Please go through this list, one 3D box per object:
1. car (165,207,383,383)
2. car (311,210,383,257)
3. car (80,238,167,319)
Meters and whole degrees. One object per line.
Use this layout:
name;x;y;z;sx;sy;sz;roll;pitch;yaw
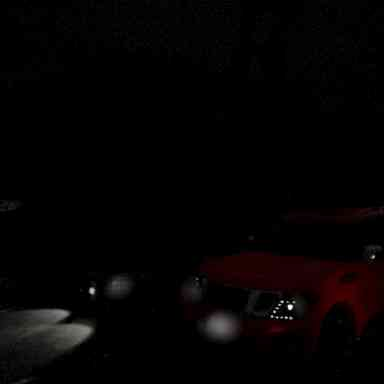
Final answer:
car;2.487;1.339;6.005;5.566;2.045;2.150;0;-2;-39
car;7.709;1.658;14.726;5.357;1.411;2.033;-2;-1;-39
car;-0.497;1.830;8.070;4.181;1.385;1.994;0;-2;-39
